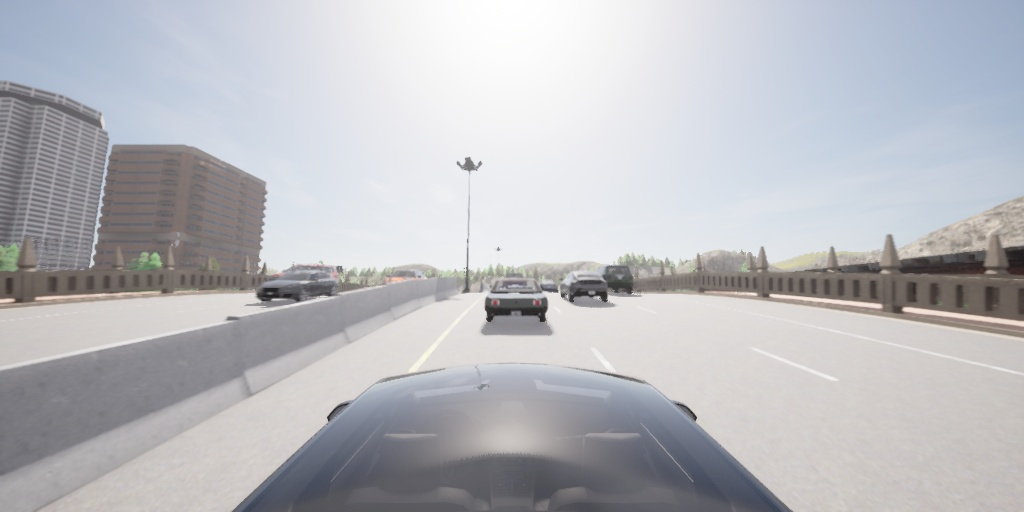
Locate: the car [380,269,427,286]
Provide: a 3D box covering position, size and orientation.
[{"bbox_3d":[-6.991,1.650,23.699,2.097,1.767,4.553,0,-4,1],"label":"car"}]

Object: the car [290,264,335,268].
[{"bbox_3d":[-13.984,1.563,24.532,2.150,2.045,5.566,0,-4,1],"label":"car"}]

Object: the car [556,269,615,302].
[{"bbox_3d":[3.656,1.545,18.792,1.837,1.490,4.892,0,-3,0],"label":"car"}]

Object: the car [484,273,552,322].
[{"bbox_3d":[0.133,1.423,12.573,1.895,1.301,4.718,0,-1,0],"label":"car"}]

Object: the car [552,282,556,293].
[{"bbox_3d":[3.725,3.298,38.072,1.994,1.385,4.181,0,-7,0],"label":"car"}]

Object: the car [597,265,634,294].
[{"bbox_3d":[7.184,1.756,26.464,2.150,2.045,5.566,0,-5,0],"label":"car"}]

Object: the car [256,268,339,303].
[{"bbox_3d":[-10.533,1.480,18.072,1.837,1.490,4.892,0,-2,0],"label":"car"}]
